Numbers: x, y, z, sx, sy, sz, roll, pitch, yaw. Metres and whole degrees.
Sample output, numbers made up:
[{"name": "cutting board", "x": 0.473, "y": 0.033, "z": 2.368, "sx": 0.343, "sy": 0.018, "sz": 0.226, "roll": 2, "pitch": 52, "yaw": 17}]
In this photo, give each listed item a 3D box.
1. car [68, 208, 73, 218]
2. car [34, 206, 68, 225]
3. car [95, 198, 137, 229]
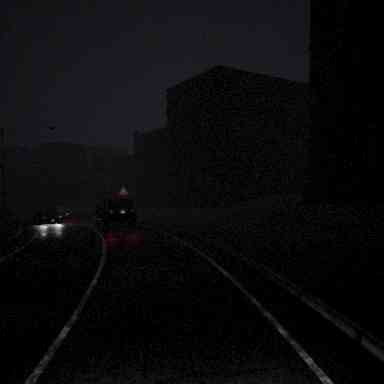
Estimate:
[{"name": "car", "x": -15.794, "y": 2.397, "z": 39.750, "sx": 1.812, "sy": 1.442, "sz": 4.674, "roll": -3, "pitch": -1, "yaw": -41}, {"name": "car", "x": -13.526, "y": 2.211, "z": 31.074, "sx": 2.033, "sy": 1.411, "sz": 5.357, "roll": -2, "pitch": -1, "yaw": -33}, {"name": "car", "x": -5.663, "y": 1.484, "z": 24.356, "sx": 2.150, "sy": 2.045, "sz": 5.566, "roll": -1, "pitch": -1, "yaw": -25}]
